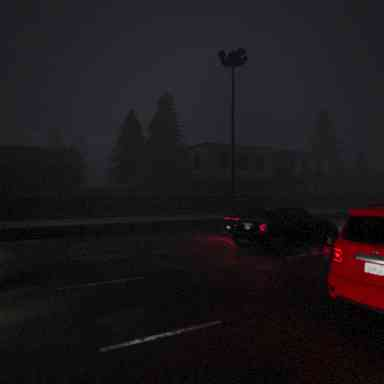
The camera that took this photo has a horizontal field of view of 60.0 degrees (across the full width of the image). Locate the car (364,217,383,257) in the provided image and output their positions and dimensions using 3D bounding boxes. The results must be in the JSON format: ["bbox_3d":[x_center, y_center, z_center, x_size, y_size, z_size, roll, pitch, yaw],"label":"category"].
[{"bbox_3d":[8.841,1.625,12.572,4.718,1.301,1.895,0,0,-30],"label":"car"}]

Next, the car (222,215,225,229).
[{"bbox_3d":[3.897,1.526,17.790,4.902,1.511,2.128,0,0,-30],"label":"car"}]

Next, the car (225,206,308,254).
[{"bbox_3d":[3.945,1.377,13.768,4.553,1.767,2.097,0,0,-30],"label":"car"}]

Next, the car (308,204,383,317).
[{"bbox_3d":[5.029,1.234,6.299,5.566,2.045,2.150,0,0,-30],"label":"car"}]
